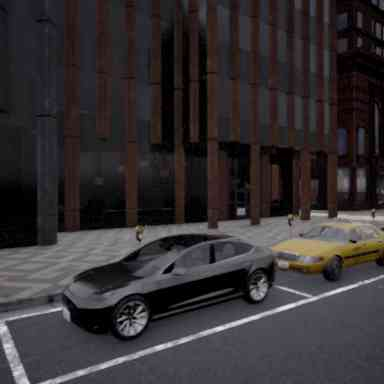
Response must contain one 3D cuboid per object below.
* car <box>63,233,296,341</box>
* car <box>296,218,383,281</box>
[{"bbox_3d":[-0.200,1.546,6.508,4.313,1.339,1.947,0,0,-36],"label":"car"},{"bbox_3d":[4.249,1.475,9.683,4.829,1.417,1.752,0,0,-36],"label":"car"}]
